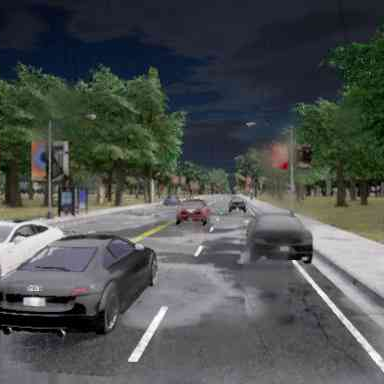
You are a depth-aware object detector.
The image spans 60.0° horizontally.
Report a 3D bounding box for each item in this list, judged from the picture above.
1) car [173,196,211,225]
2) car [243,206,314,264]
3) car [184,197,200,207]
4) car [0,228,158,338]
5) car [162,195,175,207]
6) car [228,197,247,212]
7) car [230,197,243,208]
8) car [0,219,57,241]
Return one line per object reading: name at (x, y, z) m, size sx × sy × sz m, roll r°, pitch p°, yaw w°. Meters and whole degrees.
car at (0.209, 1.334, 24.313) m, size 2.097 × 1.767 × 4.553 m, roll 0°, pitch 0°, yaw 7°
car at (2.957, 1.470, 11.949) m, size 1.882 × 1.535 × 5.008 m, roll 0°, pitch 0°, yaw 7°
car at (0.082, 1.531, 50.584) m, size 1.994 × 1.385 × 4.181 m, roll 0°, pitch 0°, yaw 7°
car at (-2.021, 1.557, 6.802) m, size 1.994 × 1.385 × 4.181 m, roll 0°, pitch 0°, yaw 7°
car at (-3.125, 1.317, 51.119) m, size 2.097 × 1.767 × 4.553 m, roll 0°, pitch 0°, yaw 7°
car at (5.117, 1.482, 37.478) m, size 1.837 × 1.490 × 4.892 m, roll 0°, pitch 0°, yaw 8°
car at (6.419, 1.497, 48.043) m, size 1.812 × 1.442 × 4.674 m, roll 0°, pitch 0°, yaw 8°
car at (-5.193, 1.516, 9.095) m, size 1.812 × 1.442 × 4.674 m, roll 0°, pitch 0°, yaw 7°
